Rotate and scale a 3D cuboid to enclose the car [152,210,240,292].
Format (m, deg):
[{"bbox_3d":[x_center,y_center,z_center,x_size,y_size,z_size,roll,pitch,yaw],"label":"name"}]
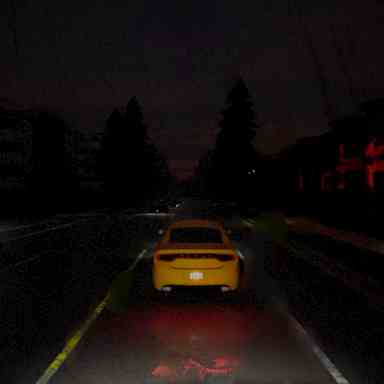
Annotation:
[{"bbox_3d":[0.089,1.481,8.987,1.882,1.535,5.008,0,0,0],"label":"car"}]

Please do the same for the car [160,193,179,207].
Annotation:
[{"bbox_3d":[-3.591,1.239,50.727,2.150,2.045,5.566,0,0,0],"label":"car"}]

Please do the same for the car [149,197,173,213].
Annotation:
[{"bbox_3d":[-3.600,1.560,37.247,2.033,1.411,5.357,0,0,0],"label":"car"}]
